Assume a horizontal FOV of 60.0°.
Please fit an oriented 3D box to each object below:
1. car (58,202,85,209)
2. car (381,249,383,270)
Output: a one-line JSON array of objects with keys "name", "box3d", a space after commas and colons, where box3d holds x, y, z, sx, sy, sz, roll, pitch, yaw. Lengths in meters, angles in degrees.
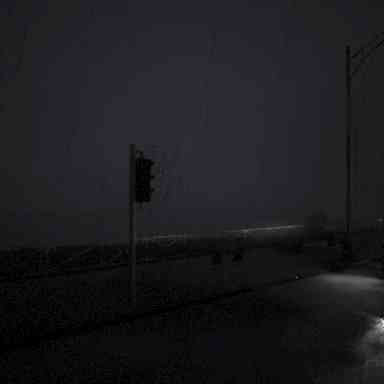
[{"name": "car", "box3d": [-23.149, 2.624, 64.102, 4.892, 1.490, 1.837, 1, -1, -37]}, {"name": "car", "box3d": [7.706, 1.734, 10.389, 4.674, 1.442, 1.812, 1, -1, -37]}]
